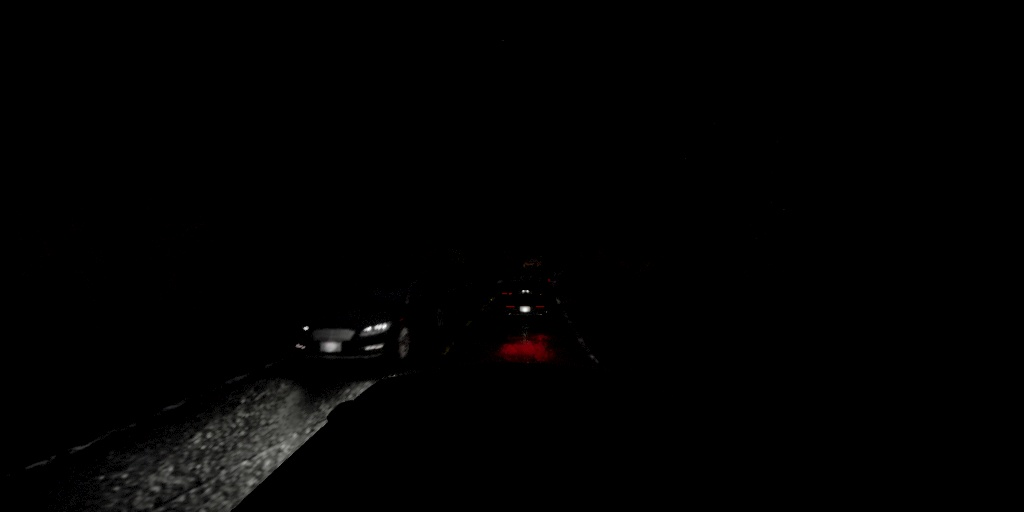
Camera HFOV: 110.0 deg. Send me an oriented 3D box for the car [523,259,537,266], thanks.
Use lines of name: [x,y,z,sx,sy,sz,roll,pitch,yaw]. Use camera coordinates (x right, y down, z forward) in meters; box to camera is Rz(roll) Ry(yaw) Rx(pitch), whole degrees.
car: [2.815,1.173,49.424,1.882,1.535,5.008,0,0,14]

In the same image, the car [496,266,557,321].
car: [0.511,1.256,12.572,1.837,1.490,4.892,0,0,3]

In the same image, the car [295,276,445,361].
car: [-2.895,1.236,8.364,2.128,1.511,4.902,0,0,2]

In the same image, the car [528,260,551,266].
car: [2.994,1.326,34.634,1.895,1.301,4.718,0,0,9]
